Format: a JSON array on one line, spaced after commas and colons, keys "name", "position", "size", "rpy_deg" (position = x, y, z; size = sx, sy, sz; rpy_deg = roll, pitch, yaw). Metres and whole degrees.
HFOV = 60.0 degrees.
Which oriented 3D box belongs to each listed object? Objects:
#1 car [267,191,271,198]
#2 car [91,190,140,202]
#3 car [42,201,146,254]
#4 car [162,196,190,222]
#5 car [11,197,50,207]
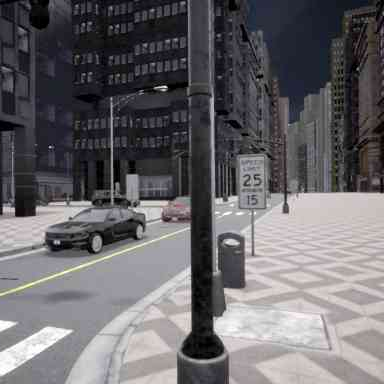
[{"name": "car", "position": [14.783, 0.461, 66.771], "size": [1.837, 1.490, 4.892], "rpy_deg": [-1, 1, 19]}, {"name": "car", "position": [-8.496, 0.807, 36.938], "size": [5.566, 2.045, 2.150], "rpy_deg": [-1, 0, 21]}, {"name": "car", "position": [-3.594, 1.329, 13.196], "size": [1.882, 1.535, 5.008], "rpy_deg": [-1, 1, 19]}, {"name": "car", "position": [-0.384, 1.043, 22.492], "size": [2.097, 1.767, 4.553], "rpy_deg": [-1, 1, 18]}, {"name": "car", "position": [-19.851, 1.203, 40.828], "size": [4.892, 1.490, 1.837], "rpy_deg": [-1, 0, 19]}]
